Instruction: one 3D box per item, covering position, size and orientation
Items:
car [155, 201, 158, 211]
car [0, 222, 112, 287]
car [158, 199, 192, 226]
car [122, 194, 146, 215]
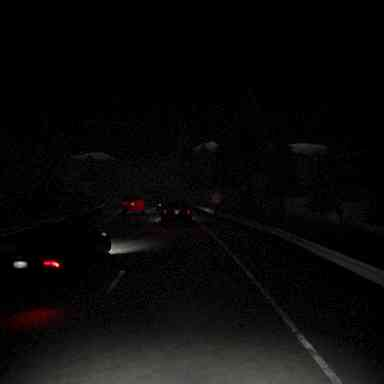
[{"bbox_3d":[-3.508,1.537,41.242,2.033,1.411,5.357,0,0,-10],"label":"car"},{"bbox_3d":[-3.651,1.548,9.383,2.033,1.411,5.357,0,0,-2],"label":"car"},{"bbox_3d":[-1.191,1.345,23.756,2.097,1.767,4.553,0,0,-5],"label":"car"},{"bbox_3d":[-5.858,1.217,33.551,2.150,2.045,5.566,0,0,-8],"label":"car"}]
